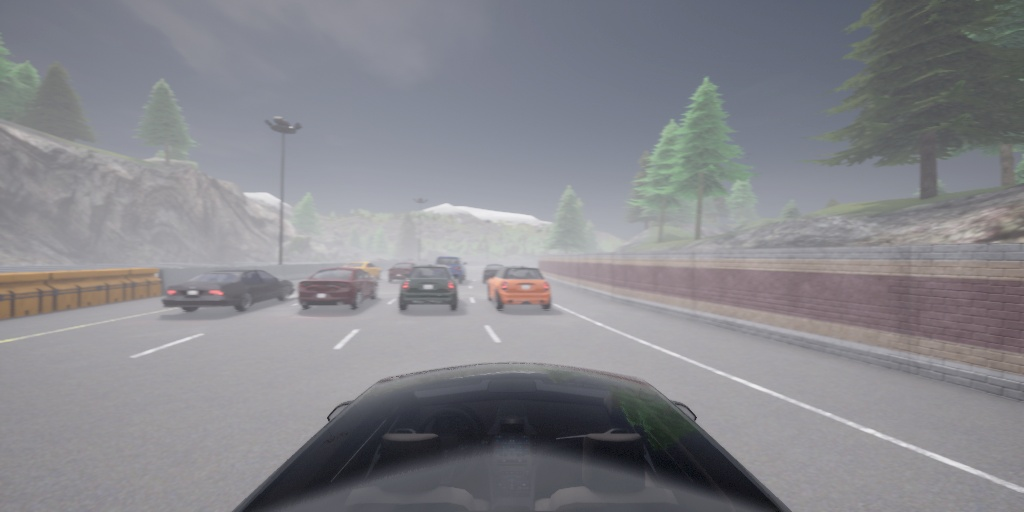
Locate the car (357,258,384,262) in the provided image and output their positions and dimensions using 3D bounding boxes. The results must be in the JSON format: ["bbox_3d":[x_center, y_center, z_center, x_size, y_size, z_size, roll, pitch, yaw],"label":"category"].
[{"bbox_3d":[-11.855,1.165,28.310,1.882,1.535,5.008,1,0,-3],"label":"car"}]

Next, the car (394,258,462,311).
[{"bbox_3d":[-3.284,1.116,14.706,2.097,1.767,4.553,1,-1,-9],"label":"car"}]

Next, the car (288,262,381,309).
[{"bbox_3d":[-6.792,1.177,14.518,1.882,1.535,5.008,1,0,-9],"label":"car"}]

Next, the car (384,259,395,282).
[{"bbox_3d":[-8.363,1.231,28.535,1.882,1.535,5.008,1,0,-3],"label":"car"}]

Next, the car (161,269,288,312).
[{"bbox_3d":[-10.179,1.178,13.450,2.033,1.411,5.357,1,0,-9],"label":"car"}]

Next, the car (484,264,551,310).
[{"bbox_3d":[0.167,1.183,15.286,2.097,1.767,4.553,1,-1,-9],"label":"car"}]

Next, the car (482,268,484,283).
[{"bbox_3d":[-1.379,1.363,28.995,1.882,1.535,5.008,1,0,-3],"label":"car"}]

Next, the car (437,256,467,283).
[{"bbox_3d":[-4.853,1.034,28.296,2.150,2.045,5.566,1,0,-4],"label":"car"}]
